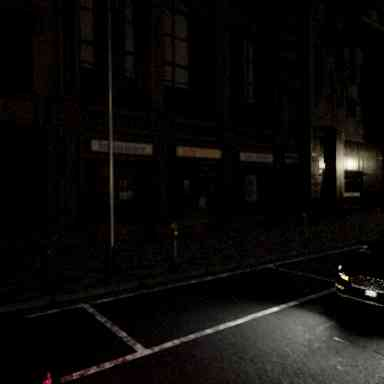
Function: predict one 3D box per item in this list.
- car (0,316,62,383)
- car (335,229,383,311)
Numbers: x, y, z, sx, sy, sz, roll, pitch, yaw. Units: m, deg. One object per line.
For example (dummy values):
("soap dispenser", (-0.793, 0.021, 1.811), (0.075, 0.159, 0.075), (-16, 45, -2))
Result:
("car", (-3.079, 1.521, 1.298), (4.902, 1.511, 2.128), (-1, 0, -36))
("car", (4.980, 1.442, 7.078), (4.892, 1.490, 1.837), (-1, 0, -36))
